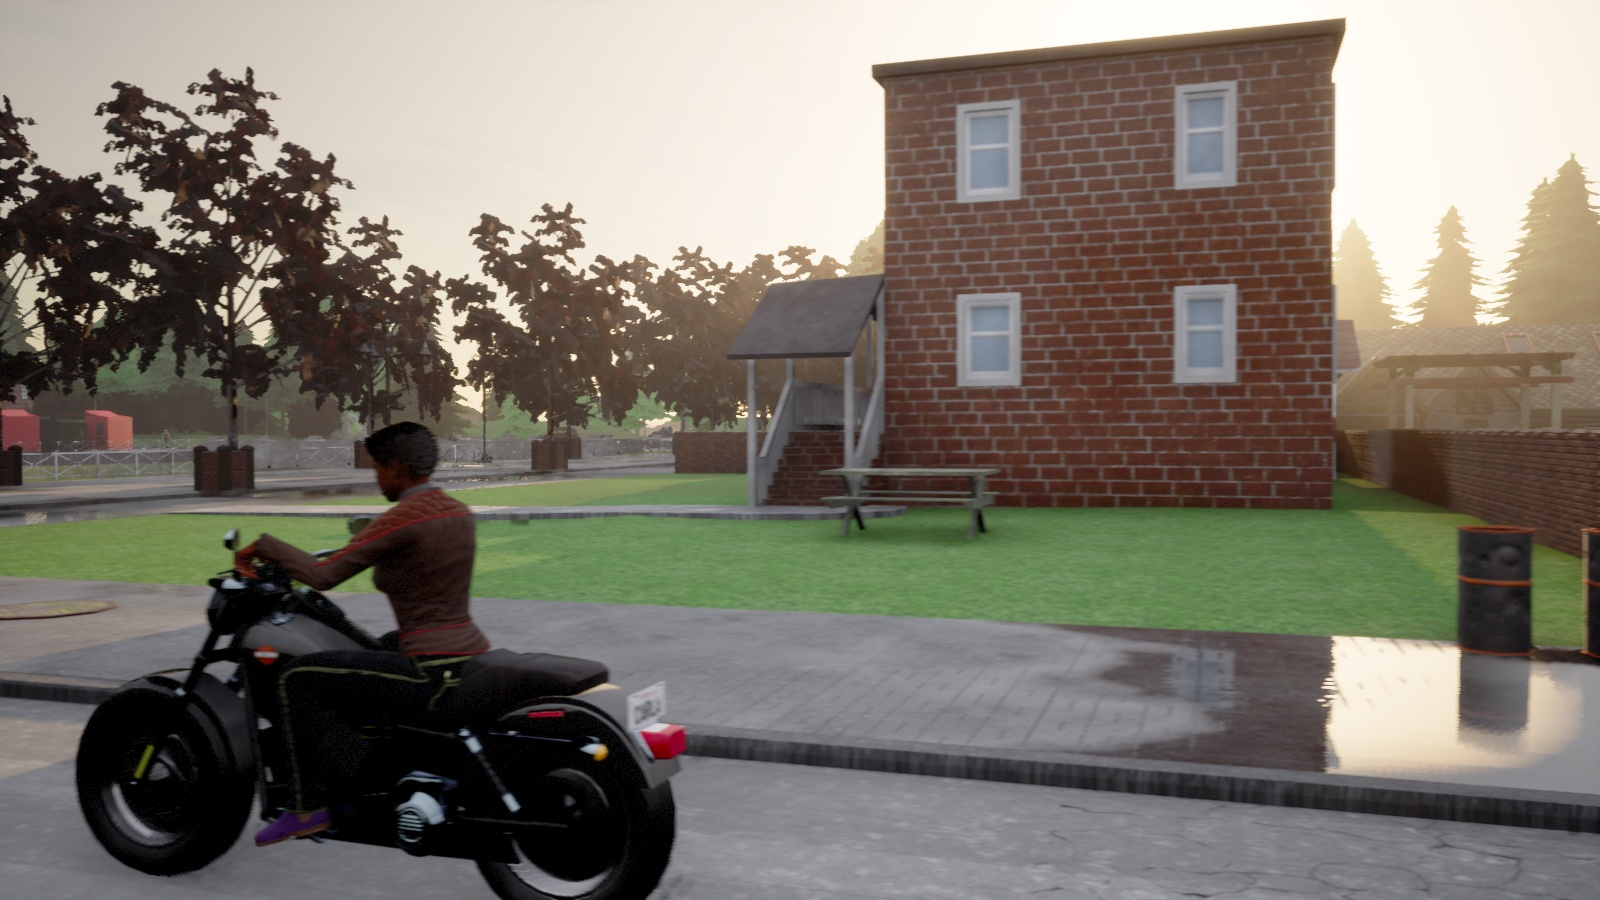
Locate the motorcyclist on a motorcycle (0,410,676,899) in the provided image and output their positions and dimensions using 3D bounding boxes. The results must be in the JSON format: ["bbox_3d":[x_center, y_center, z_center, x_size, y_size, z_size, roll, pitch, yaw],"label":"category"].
[{"bbox_3d":[-1.658,0.702,4.277,2.350,1.649,0.766,0,1,19],"label":"motorcyclist on a motorcycle"}]
